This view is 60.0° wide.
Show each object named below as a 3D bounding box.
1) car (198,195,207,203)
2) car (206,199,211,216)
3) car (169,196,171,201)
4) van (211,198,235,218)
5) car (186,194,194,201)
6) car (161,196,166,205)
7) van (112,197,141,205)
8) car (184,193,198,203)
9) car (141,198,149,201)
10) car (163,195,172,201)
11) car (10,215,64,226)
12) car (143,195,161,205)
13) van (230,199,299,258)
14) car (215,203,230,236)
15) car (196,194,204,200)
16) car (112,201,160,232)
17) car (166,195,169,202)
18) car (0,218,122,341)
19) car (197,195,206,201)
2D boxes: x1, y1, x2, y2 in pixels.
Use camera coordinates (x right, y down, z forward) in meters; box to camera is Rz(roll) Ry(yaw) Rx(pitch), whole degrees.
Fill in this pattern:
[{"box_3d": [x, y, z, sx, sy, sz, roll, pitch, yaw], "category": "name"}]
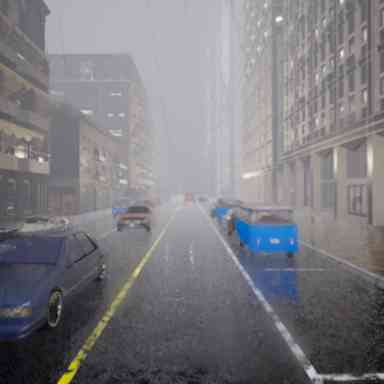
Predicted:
[{"box_3d": [2.261, 1.550, 68.862, 1.802, 1.307, 4.206, 0, 0, 0], "category": "car"}, {"box_3d": [2.512, 1.538, 29.323, 1.947, 1.339, 4.313, 0, 0, 0], "category": "car"}, {"box_3d": [-6.154, 1.530, 74.288, 1.752, 1.417, 4.829, 0, 0, 0], "category": "car"}, {"box_3d": [2.548, 1.315, 23.675, 1.690, 1.788, 3.998, 0, 0, 0], "category": "van"}, {"box_3d": [-0.481, 1.314, 76.970, 1.837, 1.490, 4.892, 0, 0, 0], "category": "car"}, {"box_3d": [-6.047, 1.568, 57.513, 1.947, 1.339, 4.313, 0, 0, 0], "category": "car"}, {"box_3d": [-5.869, 1.348, 29.270, 1.690, 1.788, 3.998, 0, 0, 0], "category": "van"}, {"box_3d": [-0.416, 1.201, 66.581, 2.150, 2.045, 5.566, 0, 0, 0], "category": "car"}, {"box_3d": [-5.903, 1.587, 34.919, 1.802, 1.307, 4.206, 0, 0, 0], "category": "car"}, {"box_3d": [-6.226, 1.555, 85.755, 1.887, 1.381, 4.507, 0, 0, 0], "category": "car"}, {"box_3d": [-5.760, 1.566, 12.325, 2.008, 1.369, 4.403, 0, 0, 0], "category": "car"}, {"box_3d": [-5.976, 1.318, 46.216, 2.192, 1.841, 5.009, 0, 0, 0], "category": "car"}, {"box_3d": [2.619, 1.321, 12.378, 1.690, 1.788, 3.998, 0, 0, 0], "category": "van"}, {"box_3d": [2.584, 1.528, 18.026, 2.008, 1.369, 4.403, 0, 0, 0], "category": "car"}, {"box_3d": [2.117, 1.419, 91.456, 1.967, 1.590, 4.097, 0, 0, 0], "category": "car"}, {"box_3d": [-3.200, 1.526, 20.025, 1.812, 1.442, 4.674, 0, 0, 0], "category": "car"}, {"box_3d": [-6.082, 1.553, 63.161, 2.008, 1.369, 4.403, 0, 0, 0], "category": "car"}, {"box_3d": [-3.139, 1.555, 7.088, 2.033, 1.411, 5.357, 0, 0, 0], "category": "car"}, {"box_3d": [2.190, 1.538, 80.159, 1.947, 1.339, 4.313, 0, 0, 0], "category": "car"}]
